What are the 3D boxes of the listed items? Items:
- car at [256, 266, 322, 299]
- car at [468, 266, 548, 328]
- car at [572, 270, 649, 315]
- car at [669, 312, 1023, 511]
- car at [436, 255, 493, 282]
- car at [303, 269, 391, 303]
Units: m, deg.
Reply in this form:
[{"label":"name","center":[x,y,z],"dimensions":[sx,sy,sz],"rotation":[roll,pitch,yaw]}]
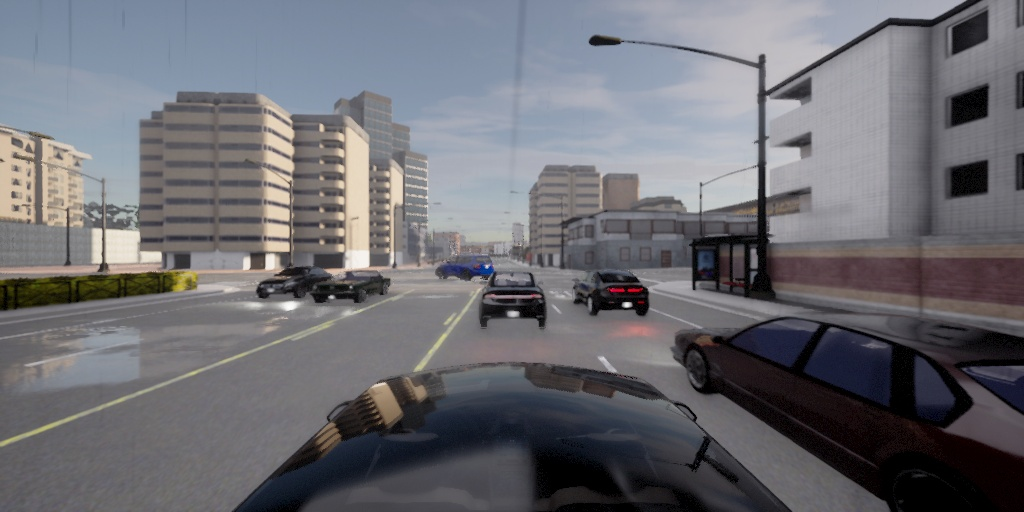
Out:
[{"label":"car","center":[-10.705,1.254,18.161],"dimensions":[1.812,1.442,4.674],"rotation":[0,0,-1]},{"label":"car","center":[0.006,1.225,11.322],"dimensions":[2.128,1.511,4.902],"rotation":[0,0,-1]},{"label":"car","center":[3.474,1.235,13.348],"dimensions":[1.837,1.490,4.892],"rotation":[0,0,-1]},{"label":"car","center":[3.578,1.293,3.602],"dimensions":[2.033,1.411,5.357],"rotation":[0,0,0]},{"label":"car","center":[-3.848,0.950,29.051],"dimensions":[5.566,2.045,2.150],"rotation":[0,-1,44]},{"label":"car","center":[-7.184,1.329,16.455],"dimensions":[1.895,1.301,4.718],"rotation":[0,0,-1]}]
